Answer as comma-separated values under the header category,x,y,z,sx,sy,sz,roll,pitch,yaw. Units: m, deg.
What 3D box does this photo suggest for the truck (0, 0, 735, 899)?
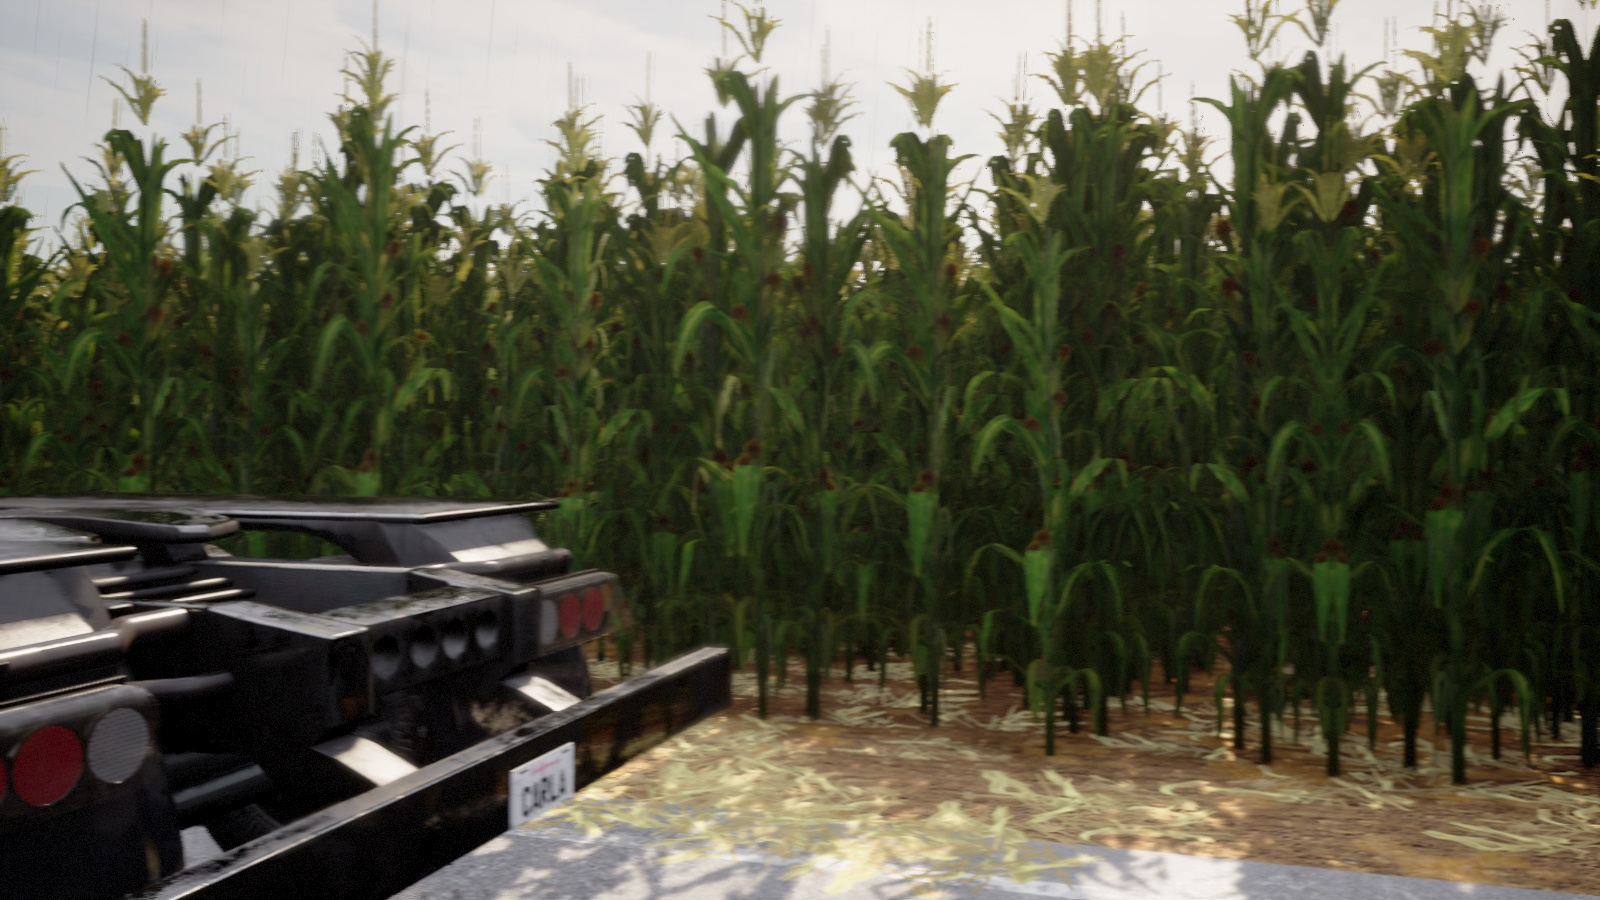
category,x,y,z,sx,sy,sz,roll,pitch,yaw
truck,-4.458,-0.242,4.364,7.936,3.462,2.891,1,1,19
